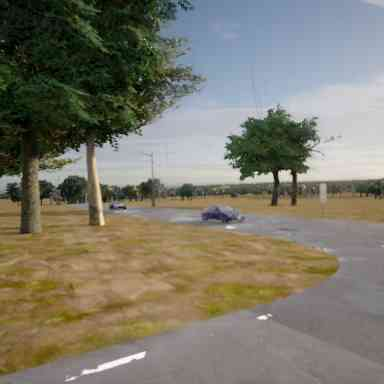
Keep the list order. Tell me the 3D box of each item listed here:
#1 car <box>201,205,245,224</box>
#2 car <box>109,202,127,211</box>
[{"bbox_3d":[2.553,1.850,28.671,1.812,1.442,4.674,-2,1,-31],"label":"car"},{"bbox_3d":[-12.233,2.287,54.352,2.033,1.411,5.357,-2,0,-28],"label":"car"}]
